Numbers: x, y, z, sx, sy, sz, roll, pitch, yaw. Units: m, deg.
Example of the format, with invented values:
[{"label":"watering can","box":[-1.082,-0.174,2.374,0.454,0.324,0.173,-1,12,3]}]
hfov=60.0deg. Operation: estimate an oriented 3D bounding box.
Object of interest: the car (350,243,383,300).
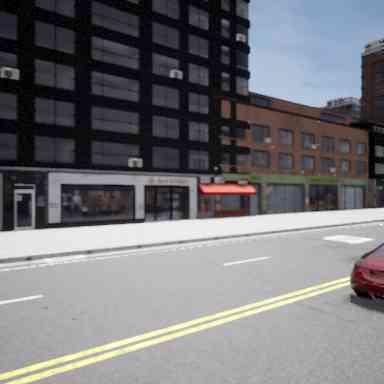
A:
[{"label":"car","box":[5.333,1.562,7.279,4.181,1.385,1.994,0,0,-36]}]
